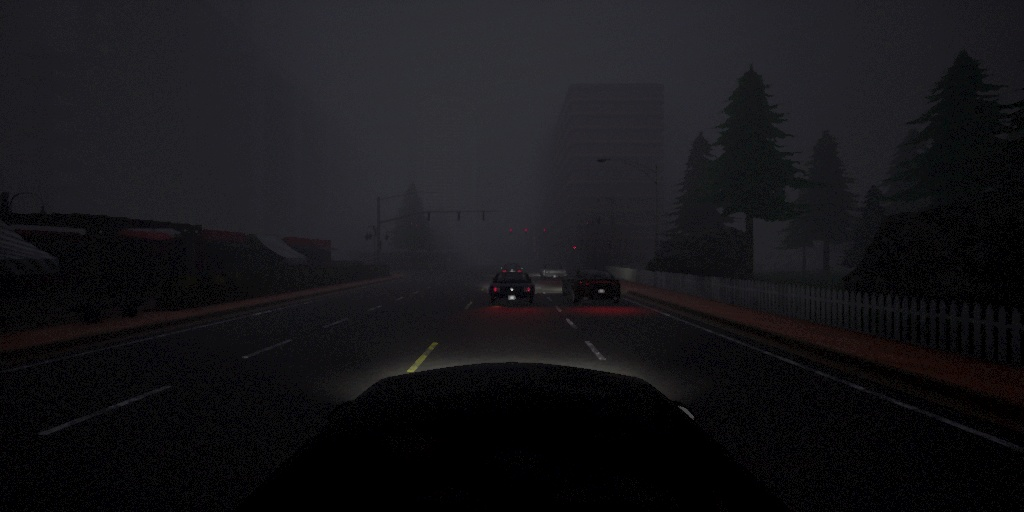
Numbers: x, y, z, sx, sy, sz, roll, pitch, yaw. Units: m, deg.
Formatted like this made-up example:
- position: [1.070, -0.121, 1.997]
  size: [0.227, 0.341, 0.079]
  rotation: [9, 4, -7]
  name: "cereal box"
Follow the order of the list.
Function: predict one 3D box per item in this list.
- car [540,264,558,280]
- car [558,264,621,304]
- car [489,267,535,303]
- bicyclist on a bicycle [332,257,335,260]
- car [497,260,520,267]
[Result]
- position: [3.500, 1.365, 31.530]
  size: [1.895, 1.301, 4.718]
  rotation: [0, 0, 0]
  name: "car"
- position: [3.500, 1.234, 16.500]
  size: [1.882, 1.535, 5.008]
  rotation: [0, 0, 0]
  name: "car"
- position: [0.000, 1.365, 16.530]
  size: [1.895, 1.301, 4.718]
  rotation: [0, 0, 0]
  name: "car"
- position: [-27.886, 0.994, 55.944]
  size: [0.582, 1.620, 1.656]
  rotation: [0, 0, 0]
  name: "bicyclist on a bicycle"
- position: [0.000, 1.312, 31.500]
  size: [2.033, 1.411, 5.357]
  rotation: [0, 0, 0]
  name: "car"
